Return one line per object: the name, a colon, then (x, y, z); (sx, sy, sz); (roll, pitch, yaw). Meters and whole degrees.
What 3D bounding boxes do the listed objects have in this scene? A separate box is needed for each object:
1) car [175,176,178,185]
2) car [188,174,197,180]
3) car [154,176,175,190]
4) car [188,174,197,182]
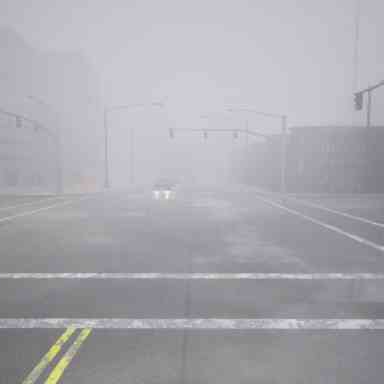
car: (-3.525, -1.675, 51.308); (1.837, 1.490, 4.892); (0, 4, 0)
car: (0.108, -3.672, 80.699); (2.033, 1.411, 5.357); (0, 4, 0)
car: (-3.542, -0.950, 41.401); (1.994, 1.385, 4.181); (0, 4, 0)
car: (0.095, -2.950, 70.872); (1.994, 1.385, 4.181); (0, 4, 0)
